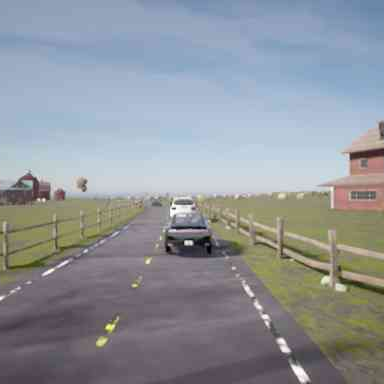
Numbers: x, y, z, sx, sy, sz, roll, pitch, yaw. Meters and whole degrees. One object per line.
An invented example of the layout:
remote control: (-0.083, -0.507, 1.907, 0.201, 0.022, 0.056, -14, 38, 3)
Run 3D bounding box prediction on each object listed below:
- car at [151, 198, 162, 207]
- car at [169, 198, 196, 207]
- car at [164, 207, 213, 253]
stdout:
car: (-7.285, 2.081, 67.931, 2.097, 1.767, 4.553, 0, -1, -8)
car: (-0.790, 1.509, 29.112, 2.150, 2.045, 5.566, 0, 0, -3)
car: (-0.172, 1.634, 14.346, 2.128, 1.511, 4.902, 0, 0, -1)
